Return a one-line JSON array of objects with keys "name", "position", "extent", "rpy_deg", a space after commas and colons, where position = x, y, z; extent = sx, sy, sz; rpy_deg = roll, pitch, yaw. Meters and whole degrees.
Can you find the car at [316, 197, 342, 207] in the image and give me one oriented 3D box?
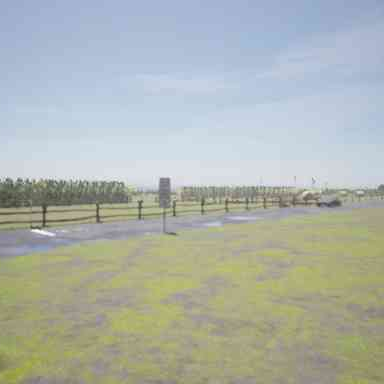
[{"name": "car", "position": [19.564, 1.394, 47.204], "extent": [2.033, 1.411, 5.357], "rpy_deg": [1, 1, 44]}]
